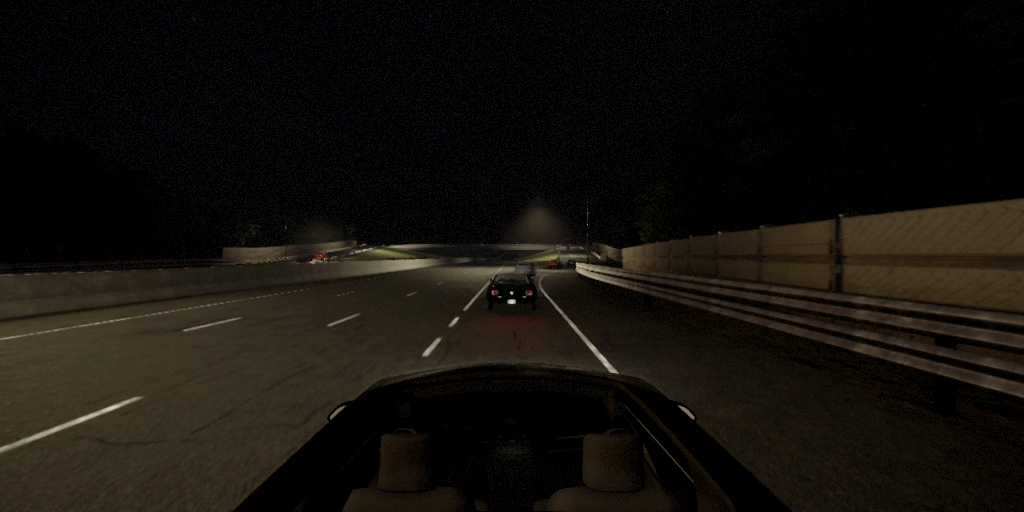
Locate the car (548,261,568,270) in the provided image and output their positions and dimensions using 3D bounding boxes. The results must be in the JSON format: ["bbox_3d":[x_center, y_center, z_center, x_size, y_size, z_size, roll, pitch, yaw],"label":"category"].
[{"bbox_3d":[7.146,1.510,57.640,1.837,1.490,4.892,0,-2,20],"label":"car"}]

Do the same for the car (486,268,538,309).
[{"bbox_3d":[0.000,1.348,14.997,1.895,1.301,4.718,0,0,0],"label":"car"}]

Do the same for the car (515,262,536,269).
[{"bbox_3d":[1.341,1.271,35.171,1.812,1.442,4.674,0,0,9],"label":"car"}]
